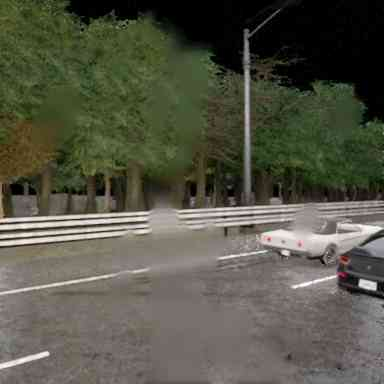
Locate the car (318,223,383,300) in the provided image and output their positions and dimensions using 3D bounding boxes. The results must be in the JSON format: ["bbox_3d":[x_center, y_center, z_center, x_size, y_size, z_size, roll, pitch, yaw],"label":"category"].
[{"bbox_3d":[4.983,1.438,7.121,4.674,1.442,1.812,-1,0,-34],"label":"car"}]

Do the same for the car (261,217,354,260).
[{"bbox_3d":[4.617,1.492,11.106,4.718,1.301,1.895,-1,0,-34],"label":"car"}]
